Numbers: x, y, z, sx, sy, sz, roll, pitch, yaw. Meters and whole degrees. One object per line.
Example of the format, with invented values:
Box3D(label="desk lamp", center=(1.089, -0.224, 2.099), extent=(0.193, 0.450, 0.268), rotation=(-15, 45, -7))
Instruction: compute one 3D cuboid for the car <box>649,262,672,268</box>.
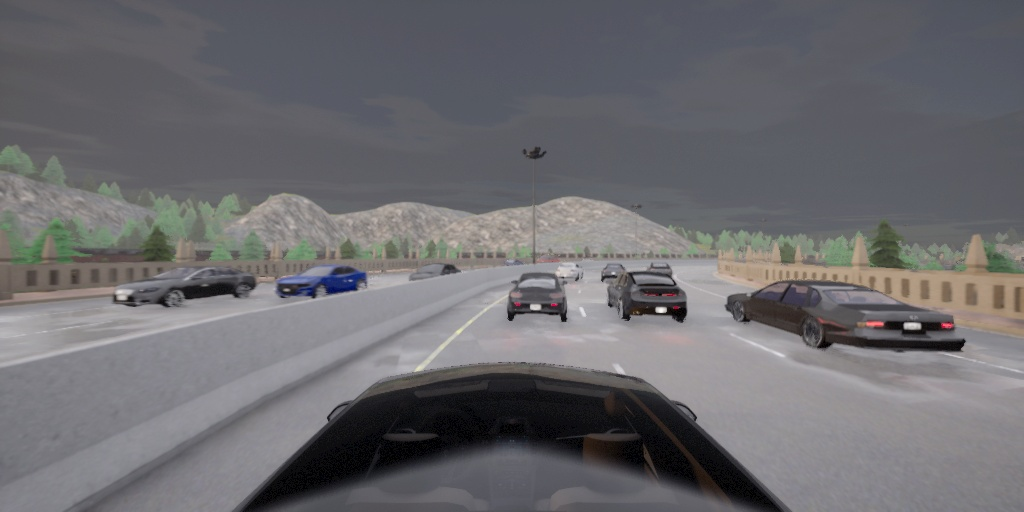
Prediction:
Box3D(label="car", center=(12.244, 1.250, 29.883), extent=(2.128, 1.511, 4.902), rotation=(0, 0, 19))

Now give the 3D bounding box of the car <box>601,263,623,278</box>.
Box3D(label="car", center=(8.571, 1.307, 29.915), extent=(1.994, 1.385, 4.181), rotation=(0, 0, 19))

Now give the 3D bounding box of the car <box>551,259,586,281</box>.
Box3D(label="car", center=(4.765, 1.253, 29.615), extent=(1.812, 1.442, 4.674), rotation=(0, 0, 18))

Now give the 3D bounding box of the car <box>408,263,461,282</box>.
Box3D(label="car", center=(-4.656, 1.203, 22.183), extent=(1.837, 1.490, 4.892), rotation=(0, 0, 12))

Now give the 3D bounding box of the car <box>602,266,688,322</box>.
Box3D(label="car", center=(4.470, 1.258, 12.439), extent=(1.837, 1.490, 4.892), rotation=(0, 0, 7))

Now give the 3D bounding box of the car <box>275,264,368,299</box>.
Box3D(label="car", center=(-9.089, 1.164, 17.574), extent=(1.882, 1.535, 5.008), rotation=(0, 0, 10))

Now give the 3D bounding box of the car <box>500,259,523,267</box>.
Box3D(label="car", center=(0.008, 1.194, 53.828), extent=(1.812, 1.442, 4.674), rotation=(0, 0, 29))

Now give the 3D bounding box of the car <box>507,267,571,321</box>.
Box3D(label="car", center=(0.937, 1.263, 12.338), extent=(1.812, 1.442, 4.674), rotation=(0, 0, 7))

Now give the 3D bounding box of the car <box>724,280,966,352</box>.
Box3D(label="car", center=(7.522, 1.319, 9.022), extent=(2.033, 1.411, 5.357), rotation=(0, 0, 5))

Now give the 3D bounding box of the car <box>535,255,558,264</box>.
Box3D(label="car", center=(5.424, 0.909, 56.091), extent=(2.150, 2.045, 5.566), rotation=(0, 0, 32))

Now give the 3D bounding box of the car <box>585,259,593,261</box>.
Box3D(label="car", center=(12.462, 1.237, 60.255), extent=(1.812, 1.442, 4.674), rotation=(0, 0, 36))

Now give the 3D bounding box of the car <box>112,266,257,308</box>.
Box3D(label="car", center=(-13.038, 1.165, 14.731), extent=(2.128, 1.511, 4.902), rotation=(0, 0, 8))
